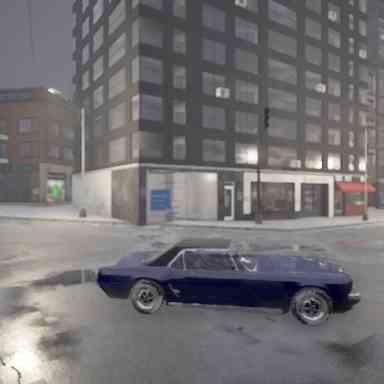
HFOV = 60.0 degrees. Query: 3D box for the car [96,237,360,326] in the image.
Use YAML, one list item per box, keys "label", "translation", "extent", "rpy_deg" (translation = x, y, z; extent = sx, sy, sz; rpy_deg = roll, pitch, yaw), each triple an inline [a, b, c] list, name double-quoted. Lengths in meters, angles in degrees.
- label: "car"
  translation: [0.661, 1.620, 6.707]
  extent: [4.718, 1.301, 1.895]
  rpy_deg: [0, 0, 10]
